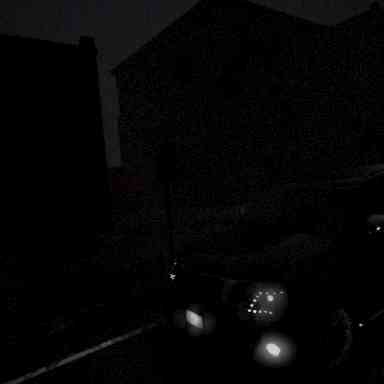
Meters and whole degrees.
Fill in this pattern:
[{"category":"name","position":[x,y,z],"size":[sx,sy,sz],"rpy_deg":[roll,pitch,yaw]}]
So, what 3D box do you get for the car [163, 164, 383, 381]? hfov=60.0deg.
[{"category":"car","position":[2.221,0.711,5.266],"size":[5.566,2.045,2.150],"rpy_deg":[-9,5,-35]}]
